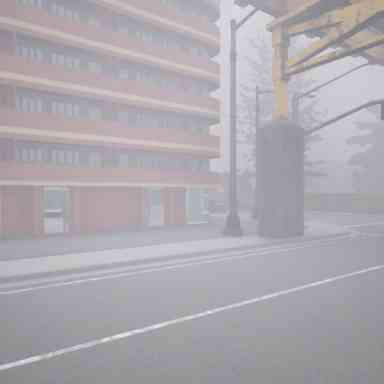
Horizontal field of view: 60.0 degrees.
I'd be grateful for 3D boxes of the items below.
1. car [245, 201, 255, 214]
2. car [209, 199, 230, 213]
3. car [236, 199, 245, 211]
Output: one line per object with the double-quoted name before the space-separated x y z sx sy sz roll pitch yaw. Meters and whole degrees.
"car" 7.337 1.478 29.196 1.882 1.535 5.008 0 0 -35
"car" 1.939 1.526 36.865 1.812 1.442 4.674 0 0 -35
"car" 4.844 1.525 39.130 1.812 1.442 4.674 0 0 -35
